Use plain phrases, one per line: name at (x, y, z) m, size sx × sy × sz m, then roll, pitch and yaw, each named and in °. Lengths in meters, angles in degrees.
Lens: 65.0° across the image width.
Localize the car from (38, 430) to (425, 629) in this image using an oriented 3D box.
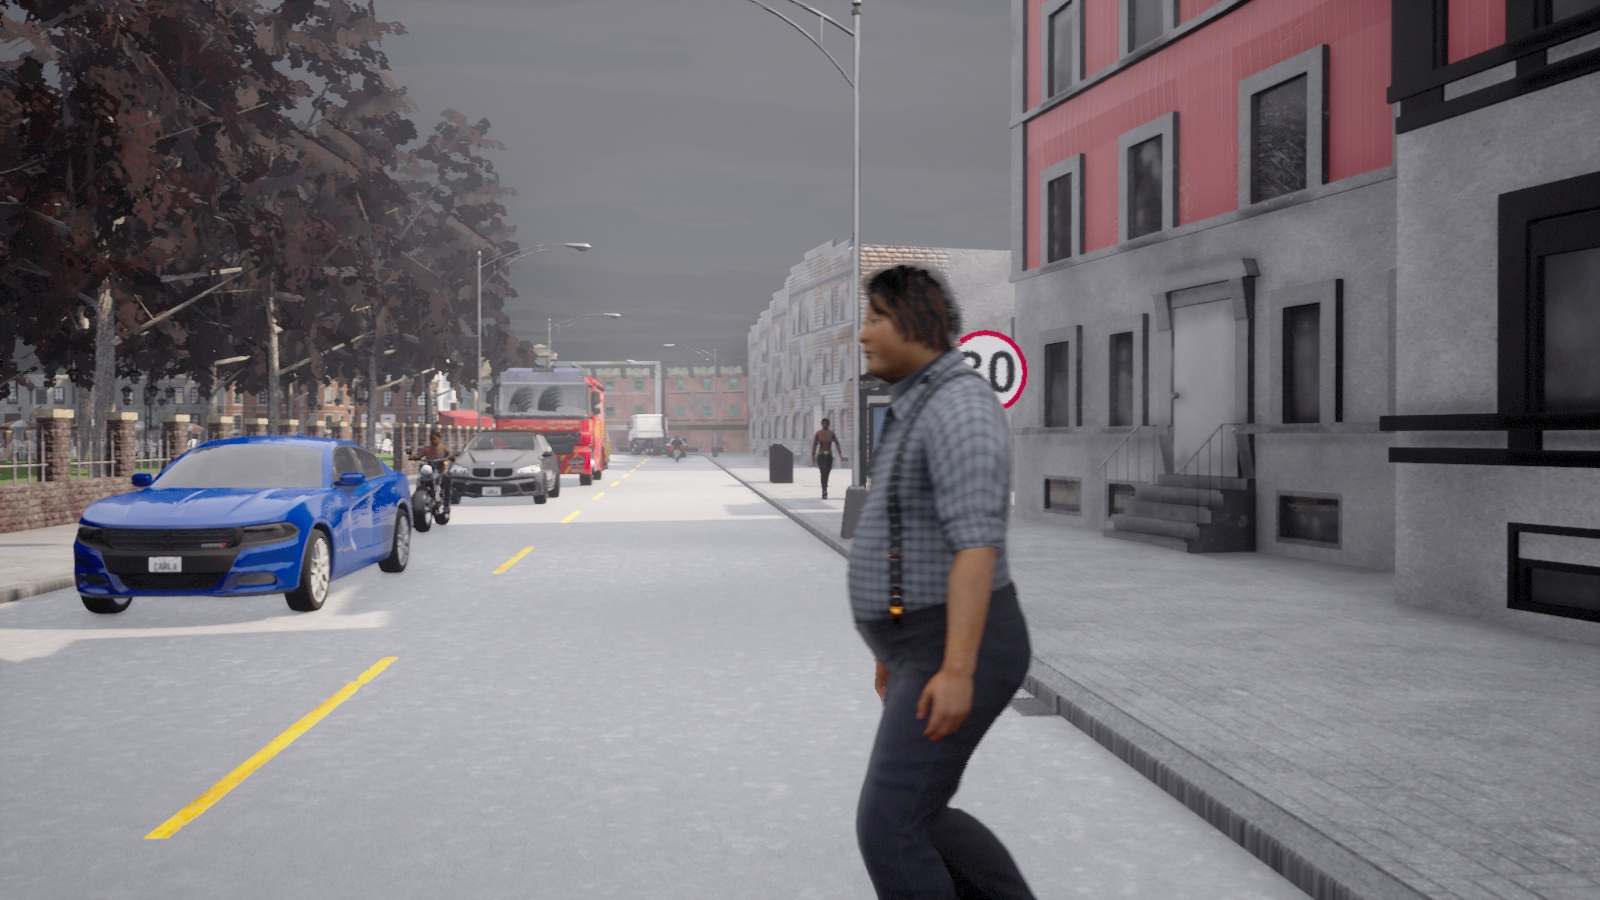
car at (-5.156, 0.589, 12.269) m, size 1.882 × 1.535 × 5.008 m, roll 0°, pitch 1°, yaw -5°

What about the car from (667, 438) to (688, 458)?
car at (-8.889, -0.147, 91.013) m, size 1.481 × 1.376 × 2.207 m, roll 0°, pitch 1°, yaw -6°

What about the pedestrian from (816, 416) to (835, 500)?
pedestrian at (0.554, 0.174, 27.455) m, size 0.328 × 1.805 × 0.869 m, roll 0°, pitch 1°, yaw -4°

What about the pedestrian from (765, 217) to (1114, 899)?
pedestrian at (0.286, 0.444, 2.884) m, size 0.694 × 1.848 × 0.540 m, roll 0°, pitch 1°, yaw -5°

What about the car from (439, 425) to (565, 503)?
car at (-6.828, 0.278, 29.277) m, size 2.242 × 1.667 × 4.611 m, roll 0°, pitch 1°, yaw -5°

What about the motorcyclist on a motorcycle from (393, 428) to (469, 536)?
motorcyclist on a motorcycle at (-5.969, 0.476, 20.450) m, size 0.766 × 1.649 × 2.350 m, roll 0°, pitch 1°, yaw -6°

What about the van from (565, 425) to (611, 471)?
van at (-9.487, -0.096, 56.440) m, size 1.775 × 1.987 × 4.442 m, roll 0°, pitch 1°, yaw -6°

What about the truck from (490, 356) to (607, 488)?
truck at (-7.947, -0.850, 40.730) m, size 2.891 × 3.827 × 8.468 m, roll 0°, pitch 1°, yaw -6°
